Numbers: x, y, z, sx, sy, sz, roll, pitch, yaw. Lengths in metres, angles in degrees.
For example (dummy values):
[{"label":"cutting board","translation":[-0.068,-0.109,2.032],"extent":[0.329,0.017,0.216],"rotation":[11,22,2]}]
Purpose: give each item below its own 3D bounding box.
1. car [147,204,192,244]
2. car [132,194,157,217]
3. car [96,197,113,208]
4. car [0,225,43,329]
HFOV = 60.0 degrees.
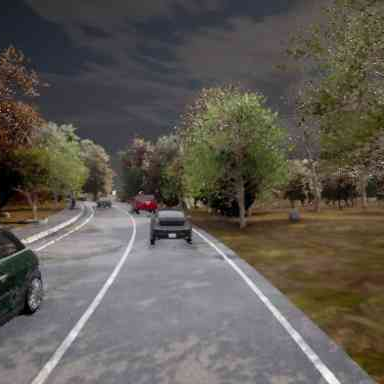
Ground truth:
[{"label":"car","translation":[-1.106,1.530,16.016],"extent":[1.837,1.490,4.892],"rotation":[1,0,-7]},{"label":"car","translation":[-5.183,1.258,35.988],"extent":[2.150,2.045,5.566],"rotation":[1,0,-16]},{"label":"car","translation":[-12.041,1.437,45.528],"extent":[1.837,1.490,4.892],"rotation":[1,-1,-19]},{"label":"car","translation":[-3.841,1.359,4.479],"extent":[2.097,1.767,4.553],"rotation":[0,0,-3]}]
